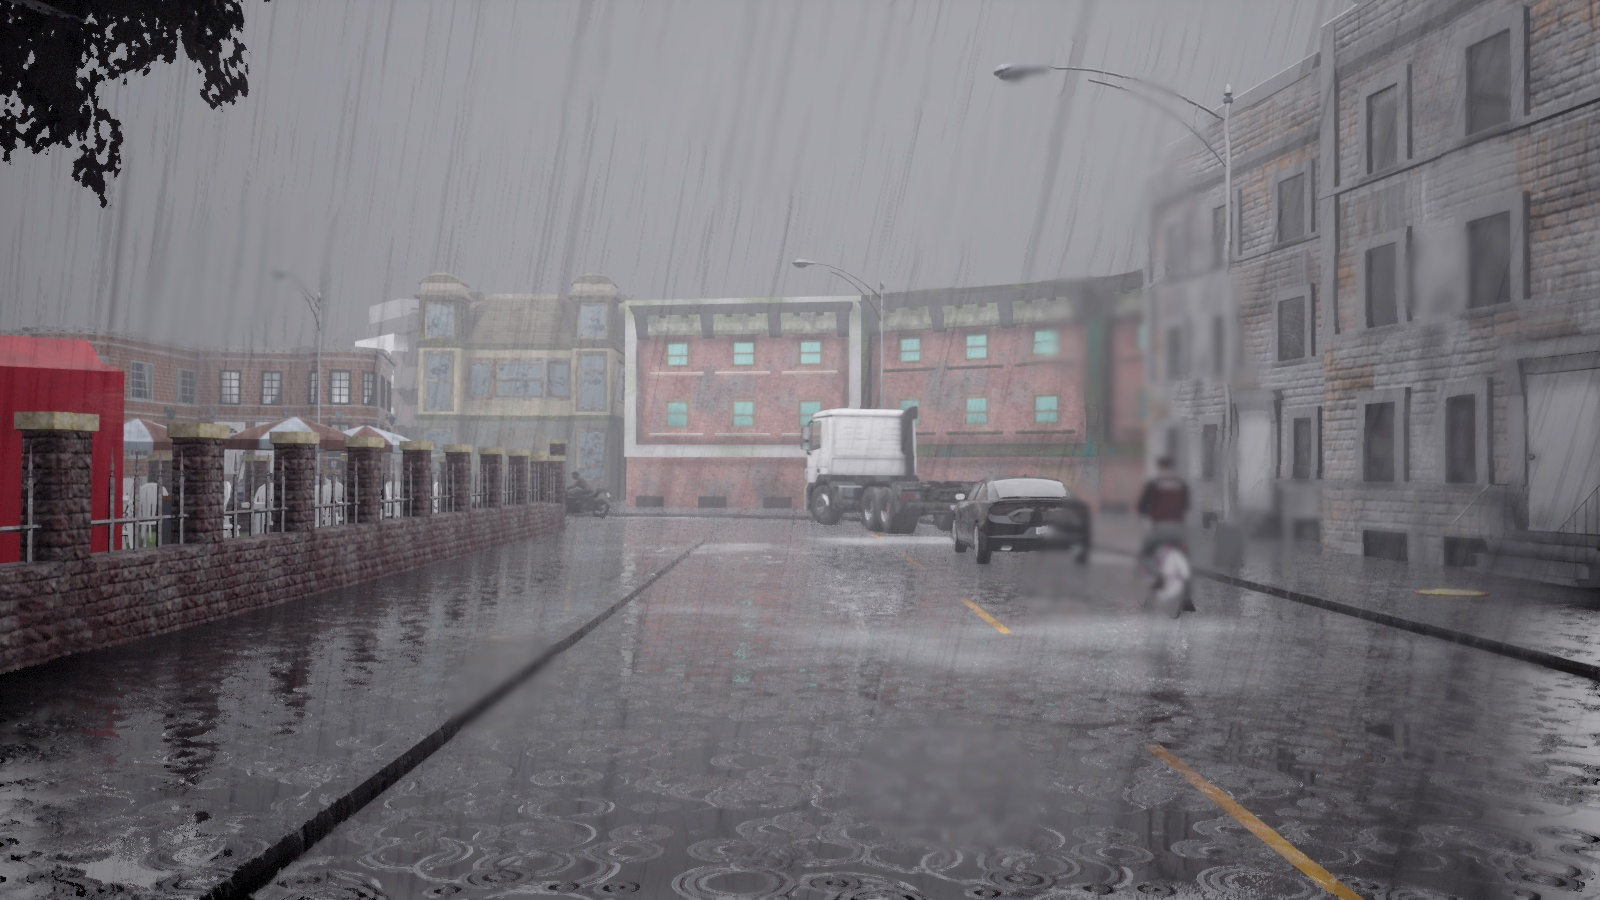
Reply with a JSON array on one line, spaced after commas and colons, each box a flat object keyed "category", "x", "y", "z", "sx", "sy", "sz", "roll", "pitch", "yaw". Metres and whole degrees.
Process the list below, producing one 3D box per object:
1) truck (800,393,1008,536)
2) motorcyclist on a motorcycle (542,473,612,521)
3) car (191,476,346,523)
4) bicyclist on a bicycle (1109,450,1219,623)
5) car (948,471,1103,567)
[{"category": "truck", "x": 2.596, "y": 0.406, "z": 34.631, "sx": 2.891, "sy": 3.462, "sz": 7.936, "roll": 0, "pitch": -1, "yaw": -18}, {"category": "motorcyclist on a motorcycle", "x": -7.134, "y": 1.499, "z": 40.177, "sx": 2.044, "sy": 1.523, "sz": 0.797, "roll": -1, "pitch": 0, "yaw": 5}, {"category": "car", "x": -16.968, "y": 1.570, "z": 40.247, "sx": 4.193, "sy": 1.474, "sz": 1.816, "roll": 0, "pitch": -1, "yaw": 0}, {"category": "bicyclist on a bicycle", "x": 3.961, "y": 0.901, "z": 13.814, "sx": 0.659, "sy": 1.776, "sz": 1.843, "roll": 0, "pitch": -1, "yaw": 0}, {"category": "car", "x": 3.937, "y": 1.158, "z": 22.793, "sx": 1.882, "sy": 1.535, "sz": 5.008, "roll": 0, "pitch": -1, "yaw": 0}]
